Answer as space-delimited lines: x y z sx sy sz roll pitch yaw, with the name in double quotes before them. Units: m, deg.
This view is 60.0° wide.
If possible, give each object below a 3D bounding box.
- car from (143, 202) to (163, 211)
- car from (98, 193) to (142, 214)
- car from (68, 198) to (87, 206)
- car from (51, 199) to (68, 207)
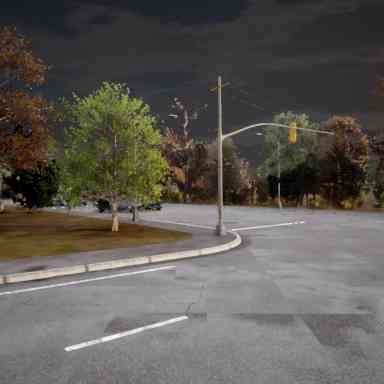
"car" -5.170 1.443 36.419 1.895 1.301 4.718 -1 0 -39
"car" -7.717 1.106 33.993 2.150 2.045 5.566 -1 0 -39
"car" -18.404 1.422 52.991 1.882 1.535 5.008 -1 0 -39
"car" -21.281 1.534 50.988 2.033 1.411 5.357 -1 0 -39
